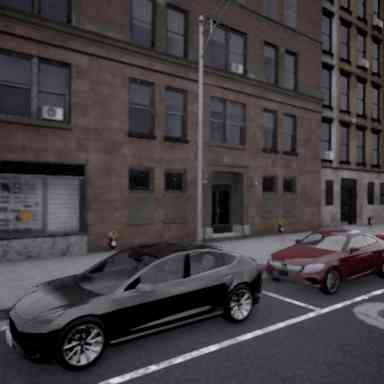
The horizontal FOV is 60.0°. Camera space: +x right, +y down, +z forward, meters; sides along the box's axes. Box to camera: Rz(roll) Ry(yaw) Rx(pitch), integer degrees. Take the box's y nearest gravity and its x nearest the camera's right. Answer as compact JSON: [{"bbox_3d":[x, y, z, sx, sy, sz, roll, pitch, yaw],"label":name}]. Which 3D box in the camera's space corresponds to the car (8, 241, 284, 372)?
[{"bbox_3d":[-0.661,1.594,5.716,4.313,1.339,1.947,1,0,-35],"label":"car"}]

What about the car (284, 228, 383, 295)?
[{"bbox_3d":[3.832,1.666,8.919,4.206,1.307,1.802,1,0,-35],"label":"car"}]
